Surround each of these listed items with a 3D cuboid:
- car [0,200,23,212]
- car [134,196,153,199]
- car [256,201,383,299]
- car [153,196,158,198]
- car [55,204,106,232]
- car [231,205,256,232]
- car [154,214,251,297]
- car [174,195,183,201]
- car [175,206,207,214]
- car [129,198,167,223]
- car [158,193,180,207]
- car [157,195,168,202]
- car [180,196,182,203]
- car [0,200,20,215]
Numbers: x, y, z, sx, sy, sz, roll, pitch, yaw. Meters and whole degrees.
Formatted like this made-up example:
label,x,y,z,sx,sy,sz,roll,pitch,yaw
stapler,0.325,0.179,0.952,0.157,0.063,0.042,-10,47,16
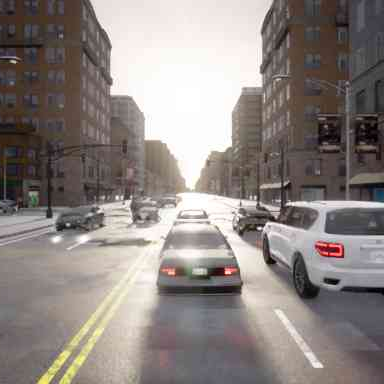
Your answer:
label,x,y,z,sx,sy,sz,roll,pitch,yaw
car,-22.157,1.577,38.291,4.313,1.339,1.947,0,0,0
car,-6.635,1.351,42.578,2.097,1.767,4.553,0,0,0
car,3.342,1.221,8.598,2.150,2.045,5.566,0,0,0
car,-6.624,1.494,61.157,1.837,1.490,4.892,0,0,0
car,-6.617,1.504,20.170,1.837,1.490,4.892,0,0,0
car,3.335,1.504,18.455,1.837,1.490,4.892,0,0,1
car,0.080,1.547,8.777,2.033,1.411,5.357,0,0,-2
car,-3.321,1.532,80.193,1.994,1.385,4.181,0,0,0
car,0.069,1.600,18.426,1.895,1.301,4.718,0,0,2
car,-3.369,1.488,25.593,2.128,1.511,4.902,0,0,0
car,-3.390,1.214,49.909,2.150,2.045,5.566,0,0,0
car,-6.565,1.460,73.900,1.882,1.535,5.008,0,0,0
car,-3.320,1.463,68.560,1.882,1.535,5.008,0,0,0
car,-19.740,1.482,32.793,4.902,1.511,2.128,0,0,0
